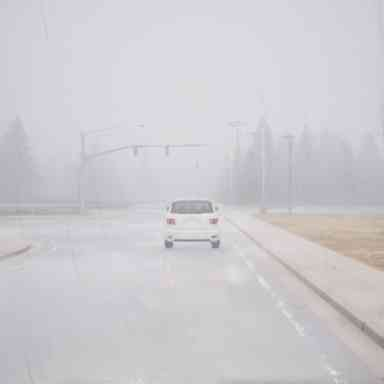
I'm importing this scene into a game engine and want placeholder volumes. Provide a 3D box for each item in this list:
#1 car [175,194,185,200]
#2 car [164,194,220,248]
[{"bbox_3d":[-3.104,1.326,85.362,2.128,1.511,4.902,0,0,2],"label":"car"},{"bbox_3d":[0.007,1.231,14.680,2.150,2.045,5.566,0,0,0],"label":"car"}]
